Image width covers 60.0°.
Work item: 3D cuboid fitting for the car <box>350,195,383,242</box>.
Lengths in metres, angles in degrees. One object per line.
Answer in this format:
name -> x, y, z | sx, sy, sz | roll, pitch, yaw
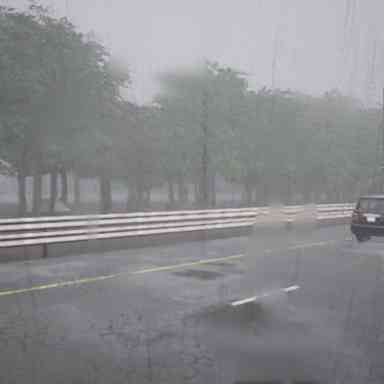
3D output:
car -> 9.224, 1.157, 14.629 | 5.566, 2.045, 2.150 | 0, 0, -36
